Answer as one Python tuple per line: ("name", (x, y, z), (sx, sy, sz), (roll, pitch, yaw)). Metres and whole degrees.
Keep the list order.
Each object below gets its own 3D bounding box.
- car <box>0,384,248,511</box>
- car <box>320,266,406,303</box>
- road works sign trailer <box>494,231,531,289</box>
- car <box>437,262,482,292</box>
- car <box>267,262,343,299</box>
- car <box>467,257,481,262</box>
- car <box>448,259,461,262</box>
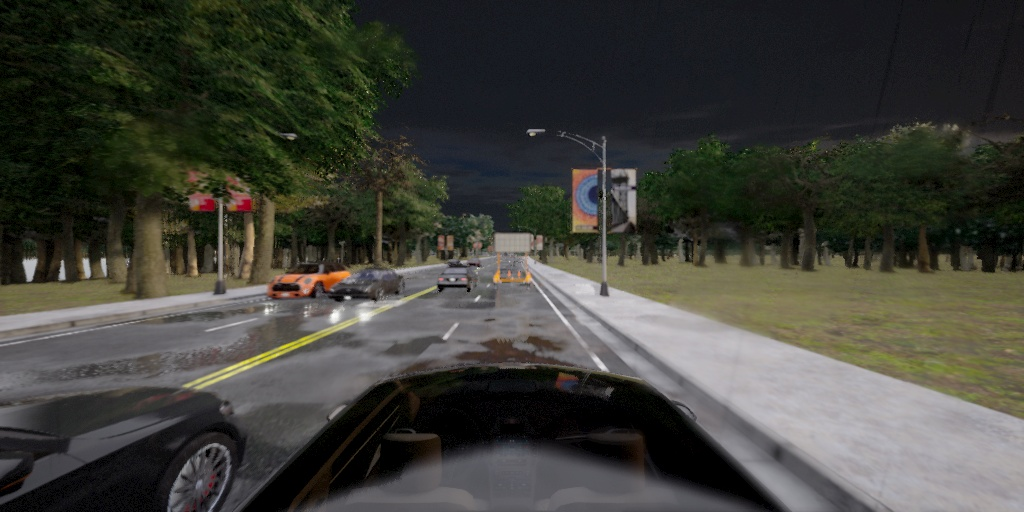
("car", (-3.135, 1.275, 1.047), (1.812, 1.442, 4.674), (0, 0, 0))
("car", (-6.584, 1.292, 17.037), (2.033, 1.411, 5.357), (0, 0, 0))
("road works sign trailer", (0.031, 0.205, 23.126), (2.380, 3.560, 2.880), (0, 0, 0))
("car", (-3.121, 1.290, 21.276), (2.033, 1.411, 5.357), (0, 0, 0))
("car", (-9.827, 1.096, 17.799), (2.097, 1.767, 4.553), (0, 0, 0))
("car", (-6.250, 1.012, 59.067), (2.097, 1.767, 4.553), (0, 0, 1))
("car", (-9.493, 1.207, 59.022), (2.033, 1.411, 5.357), (0, 0, 1))
